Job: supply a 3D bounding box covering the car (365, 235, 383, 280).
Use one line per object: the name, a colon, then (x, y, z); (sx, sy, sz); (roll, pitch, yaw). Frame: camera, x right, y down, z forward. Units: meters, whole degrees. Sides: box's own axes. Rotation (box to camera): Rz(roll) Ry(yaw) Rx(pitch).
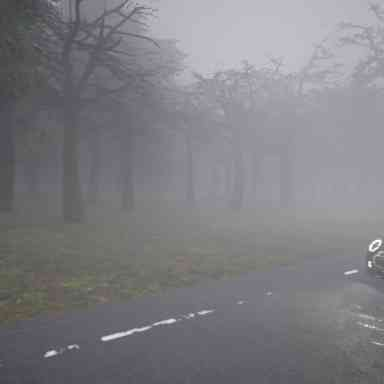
car: (6.487, 1.303, 8.624); (4.553, 1.767, 2.097); (0, 0, -36)
